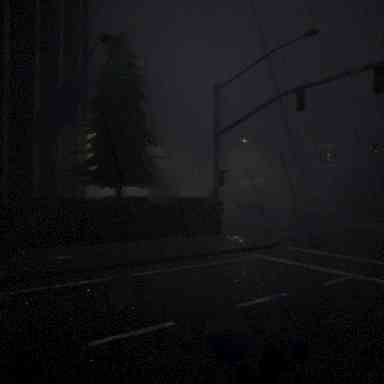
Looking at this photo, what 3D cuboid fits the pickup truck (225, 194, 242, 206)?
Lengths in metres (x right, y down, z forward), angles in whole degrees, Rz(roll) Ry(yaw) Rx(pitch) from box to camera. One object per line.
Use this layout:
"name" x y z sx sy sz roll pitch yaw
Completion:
"pickup truck" 7.930 1.501 62.950 2.390 2.098 6.274 1 0 -6

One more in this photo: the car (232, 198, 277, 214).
"car" 7.819 1.844 40.809 2.033 1.411 5.357 1 0 -36
